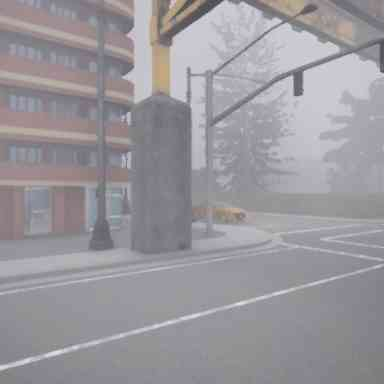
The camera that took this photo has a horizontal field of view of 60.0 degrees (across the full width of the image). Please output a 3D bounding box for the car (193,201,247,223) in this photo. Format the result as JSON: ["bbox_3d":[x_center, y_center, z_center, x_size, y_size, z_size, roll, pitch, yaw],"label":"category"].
[{"bbox_3d":[2.019,1.449,25.407,1.882,1.535,5.008,0,0,-35],"label":"car"}]

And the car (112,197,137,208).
[{"bbox_3d":[-9.958,1.491,48.786,1.812,1.442,4.674,0,0,-36],"label":"car"}]

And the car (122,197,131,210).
[{"bbox_3d":[-9.078,1.536,41.164,1.994,1.385,4.181,0,0,-35],"label":"car"}]
